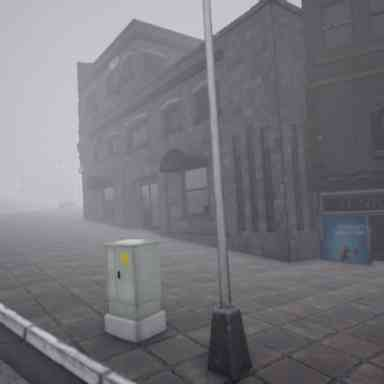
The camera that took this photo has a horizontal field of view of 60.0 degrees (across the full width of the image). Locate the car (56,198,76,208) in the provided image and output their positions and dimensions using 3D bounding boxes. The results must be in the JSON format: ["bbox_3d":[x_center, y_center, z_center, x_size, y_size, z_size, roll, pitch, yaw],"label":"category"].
[{"bbox_3d":[-25.881,2.219,68.728,2.150,2.045,5.566,-4,-1,4],"label":"car"}]
